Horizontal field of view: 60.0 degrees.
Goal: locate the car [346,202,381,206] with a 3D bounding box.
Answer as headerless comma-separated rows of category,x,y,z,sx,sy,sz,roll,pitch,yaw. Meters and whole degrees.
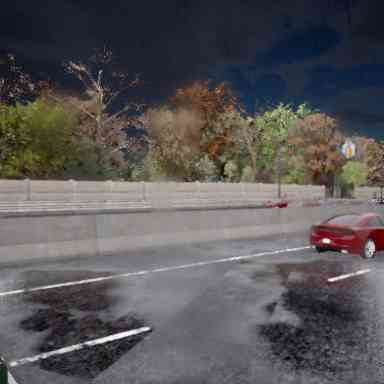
car,18.102,1.682,34.086,4.181,1.385,1.994,0,0,-35

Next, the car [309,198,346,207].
car,15.431,1.620,36.481,4.892,1.490,1.837,0,0,-35

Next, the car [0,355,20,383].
car,-3.307,1.595,1.389,4.718,1.301,1.895,0,0,-35

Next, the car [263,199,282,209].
car,11.115,1.592,41.998,5.008,1.535,1.882,0,0,-35

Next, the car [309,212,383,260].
car,6.584,1.519,12.738,5.008,1.535,1.882,0,0,-36

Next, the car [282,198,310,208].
car,13.271,1.467,39.236,4.553,1.767,2.097,0,0,-35
